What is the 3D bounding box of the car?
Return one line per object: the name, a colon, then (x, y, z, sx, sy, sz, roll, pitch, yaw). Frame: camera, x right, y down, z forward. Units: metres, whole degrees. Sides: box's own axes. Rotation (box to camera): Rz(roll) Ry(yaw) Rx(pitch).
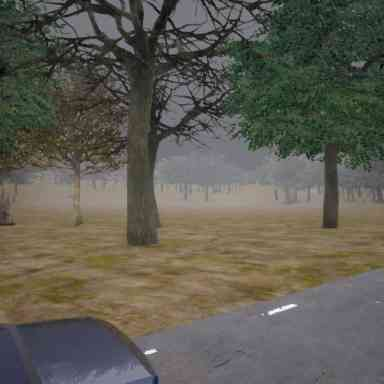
car: (-2.652, 1.547, 1.501, 5.357, 1.411, 2.033, 0, 0, -36)
